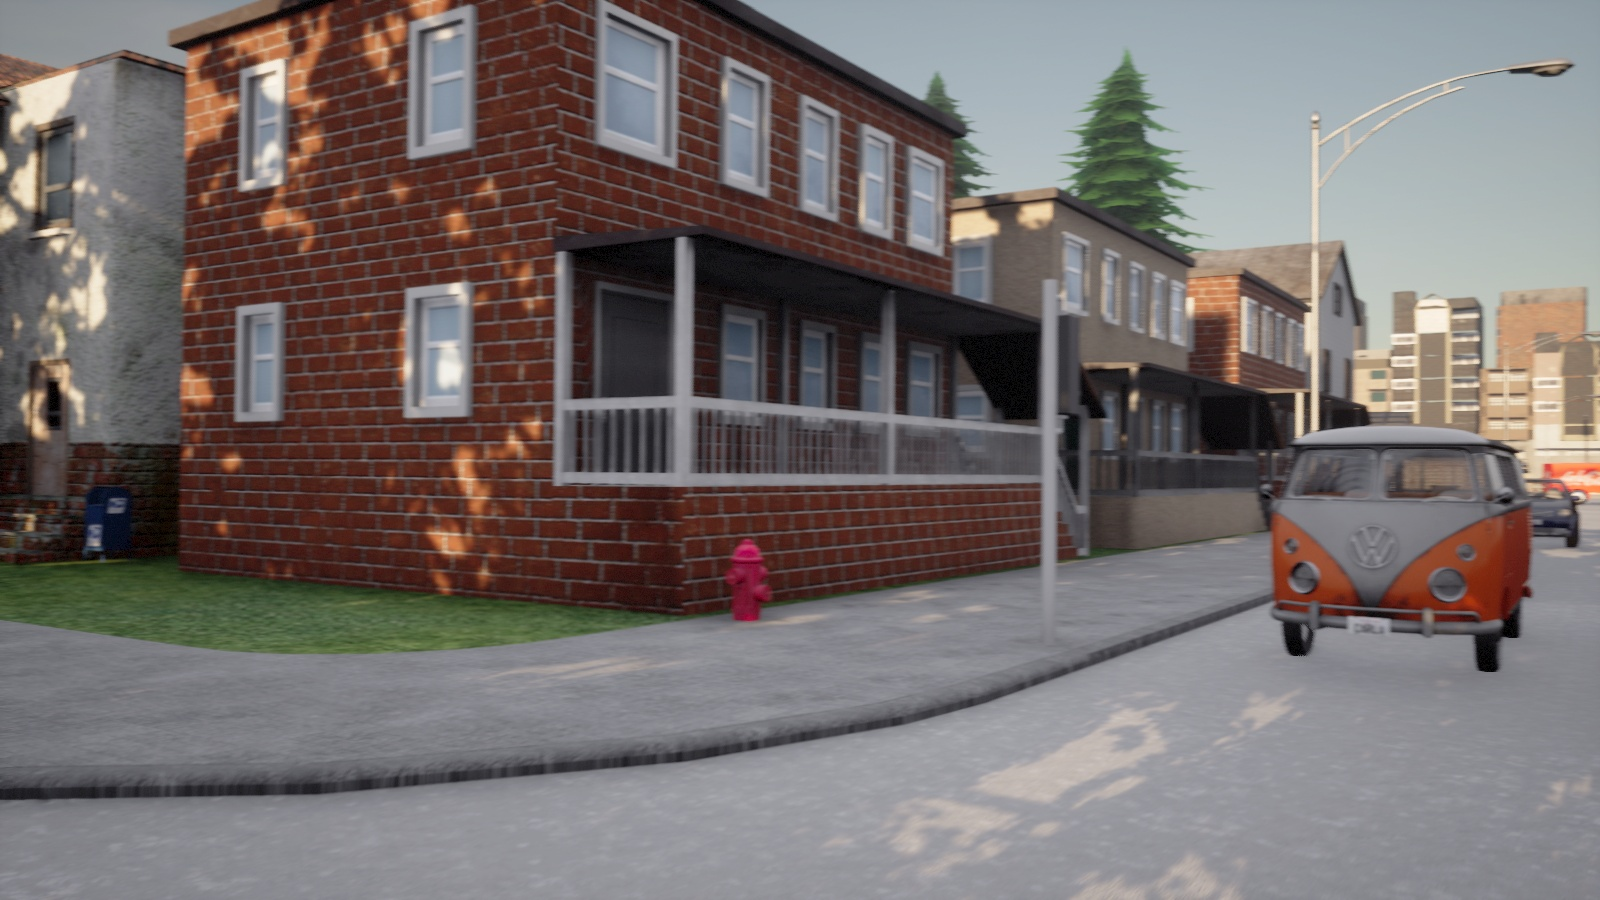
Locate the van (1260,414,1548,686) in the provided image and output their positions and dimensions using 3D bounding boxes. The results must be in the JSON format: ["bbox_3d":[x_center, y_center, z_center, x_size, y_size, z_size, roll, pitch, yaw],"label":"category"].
[{"bbox_3d":[5.701,0.770,11.539,1.775,1.987,4.442,-1,-1,34],"label":"van"}]

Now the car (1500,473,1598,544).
[{"bbox_3d":[17.549,1.310,29.358,1.789,1.549,3.705,-1,-1,34],"label":"car"}]

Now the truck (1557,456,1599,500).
[{"bbox_3d":[47.056,1.607,72.619,5.204,2.467,2.627,0,0,18],"label":"truck"}]
